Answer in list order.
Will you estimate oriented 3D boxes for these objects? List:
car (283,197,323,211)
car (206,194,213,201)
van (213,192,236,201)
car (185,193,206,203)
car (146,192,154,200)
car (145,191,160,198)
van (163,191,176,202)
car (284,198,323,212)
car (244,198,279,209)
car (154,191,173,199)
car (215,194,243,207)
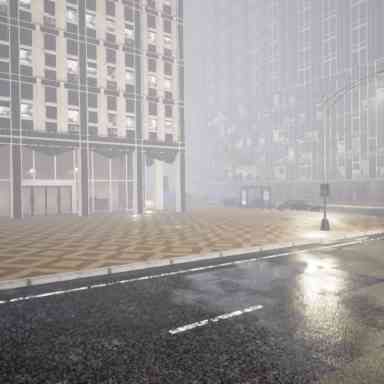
[{"bbox_3d":[13.113,1.358,39.397,1.994,1.385,4.181,-1,1,-34],"label":"car"},{"bbox_3d":[2.958,1.041,64.413,1.802,1.307,4.206,-1,1,-34],"label":"car"},{"bbox_3d":[6.176,0.853,59.725,1.690,1.788,3.998,-1,1,-34],"label":"van"},{"bbox_3d":[-0.202,0.929,58.850,2.097,1.767,4.553,-1,1,-34],"label":"car"},{"bbox_3d":[-10.387,1.038,69.036,2.008,1.369,4.403,0,1,-34],"label":"car"},{"bbox_3d":[-9.918,0.684,83.148,1.967,1.590,4.097,0,1,-34],"label":"car"},{"bbox_3d":[-3.949,0.936,59.666,1.690,1.788,3.998,0,1,-34],"label":"van"},{"bbox_3d":[12.038,1.422,36.174,1.947,1.339,4.313,-1,1,-34],"label":"car"},{"bbox_3d":[8.833,1.386,40.870,1.802,1.307,4.206,-1,1,-34],"label":"car"},{"bbox_3d":[-6.699,0.613,78.462,2.192,1.841,5.009,0,1,-34],"label":"car"},{"bbox_3d":[5.662,1.318,45.587,1.947,1.339,4.313,-1,1,-34],"label":"car"}]
